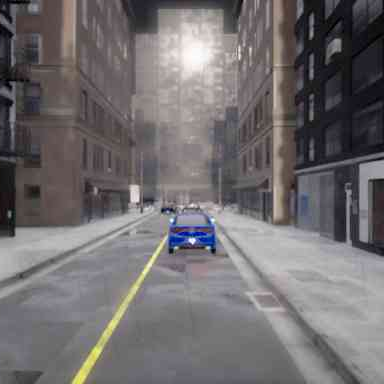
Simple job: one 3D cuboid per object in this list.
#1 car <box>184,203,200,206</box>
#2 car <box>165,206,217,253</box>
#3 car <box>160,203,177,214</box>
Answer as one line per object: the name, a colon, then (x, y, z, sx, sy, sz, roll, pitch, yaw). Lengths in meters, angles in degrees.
car: (0.024, 1.735, 29.295, 2.128, 1.511, 4.902, 0, 0, 0)
car: (0.014, 1.606, 14.473, 1.882, 1.535, 5.008, 0, 0, 0)
car: (-2.725, 1.920, 39.628, 1.895, 1.301, 4.718, 0, 0, 0)
